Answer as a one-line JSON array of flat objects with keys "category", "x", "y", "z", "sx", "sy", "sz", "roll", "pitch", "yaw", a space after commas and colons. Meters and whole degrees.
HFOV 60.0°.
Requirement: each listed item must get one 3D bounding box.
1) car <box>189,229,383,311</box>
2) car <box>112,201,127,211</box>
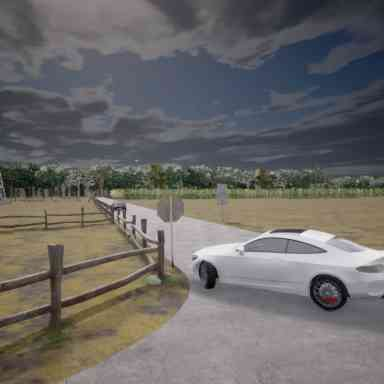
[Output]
[{"category": "car", "x": 2.102, "y": 1.617, "z": 7.928, "sx": 4.674, "sy": 1.442, "sz": 1.812, "roll": -2, "pitch": 0, "yaw": 36}, {"category": "car", "x": -10.894, "y": 1.990, "z": 49.471, "sx": 2.033, "sy": 1.411, "sz": 5.357, "roll": -2, "pitch": 0, "yaw": -18}]
